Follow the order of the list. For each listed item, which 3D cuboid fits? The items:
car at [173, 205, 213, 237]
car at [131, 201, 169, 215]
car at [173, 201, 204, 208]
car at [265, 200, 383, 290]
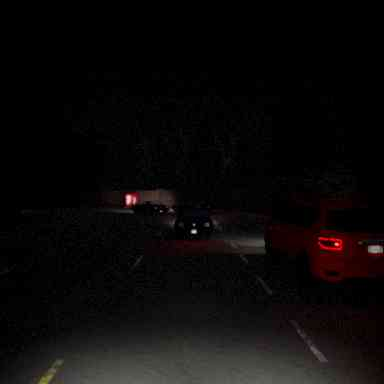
[{"bbox_3d":[0.086,1.589,18.076,1.895,1.301,4.718,0,0,0],"label":"car"},{"bbox_3d":[-4.401,1.579,34.027,1.895,1.301,4.718,0,0,-39],"label":"car"},{"bbox_3d":[-0.134,1.579,34.336,1.895,1.301,4.718,0,0,-33],"label":"car"},{"bbox_3d":[3.600,1.216,9.206,2.150,2.045,5.566,0,0,0],"label":"car"}]
